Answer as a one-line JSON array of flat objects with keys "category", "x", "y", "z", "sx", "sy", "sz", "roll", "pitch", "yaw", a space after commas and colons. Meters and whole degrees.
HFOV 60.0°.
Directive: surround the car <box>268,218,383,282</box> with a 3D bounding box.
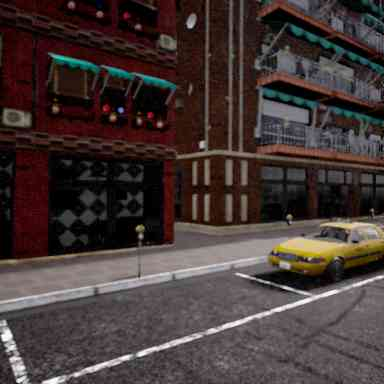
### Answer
[{"category": "car", "x": 4.253, "y": 1.467, "z": 9.579, "sx": 4.829, "sy": 1.417, "sz": 1.752, "roll": 0, "pitch": 1, "yaw": -35}]
